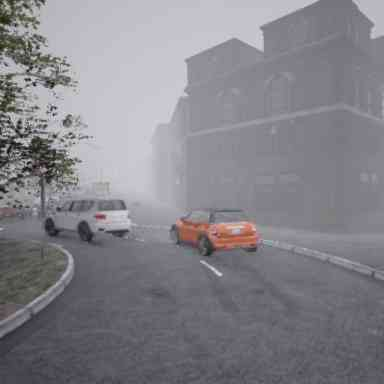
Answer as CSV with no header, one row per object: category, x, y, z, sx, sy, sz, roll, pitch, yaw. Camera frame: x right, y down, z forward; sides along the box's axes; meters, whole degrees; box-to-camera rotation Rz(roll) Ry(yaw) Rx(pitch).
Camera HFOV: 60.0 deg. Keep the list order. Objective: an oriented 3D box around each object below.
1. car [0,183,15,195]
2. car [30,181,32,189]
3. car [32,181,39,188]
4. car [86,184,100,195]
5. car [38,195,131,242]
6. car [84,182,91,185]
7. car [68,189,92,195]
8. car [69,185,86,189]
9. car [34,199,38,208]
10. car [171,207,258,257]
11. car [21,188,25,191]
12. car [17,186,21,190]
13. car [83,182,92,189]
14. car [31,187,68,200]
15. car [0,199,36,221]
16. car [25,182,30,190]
car,-34.244,-0.277,58.320,4.792,1.488,2.163,-3,5,-31
car,-36.750,-1.191,69.833,4.553,1.767,2.185,-3,4,-33
car,-38.127,-1.437,75.579,4.892,1.521,2.231,-3,5,-34
car,-16.600,-0.071,55.879,1.882,1.535,5.008,0,3,-10
car,-5.507,1.327,17.265,5.566,2.045,2.150,-1,-1,41
car,-21.667,-0.757,66.181,1.882,1.535,5.008,0,4,-13
car,-14.486,0.845,42.109,2.128,1.511,4.902,0,4,-7
car,-19.478,-0.006,54.855,2.128,1.511,4.902,0,3,-9
car,-12.559,1.573,29.886,1.837,1.490,4.892,-1,2,-16
car,0.720,1.396,13.541,2.097,1.767,4.553,-1,0,-22
car,-35.419,-0.651,64.114,4.674,1.452,2.002,-3,4,-32
car,-34.796,-0.499,61.226,4.892,1.521,2.231,-3,5,-31
car,-23.958,-1.493,76.284,1.812,1.442,4.674,0,4,-14
car,-17.289,0.686,40.400,2.150,2.045,5.566,0,4,-7
car,-15.498,1.621,29.305,1.812,1.442,4.674,-1,2,-14
car,-36.050,-0.880,66.987,5.008,1.535,2.097,-3,5,-32
